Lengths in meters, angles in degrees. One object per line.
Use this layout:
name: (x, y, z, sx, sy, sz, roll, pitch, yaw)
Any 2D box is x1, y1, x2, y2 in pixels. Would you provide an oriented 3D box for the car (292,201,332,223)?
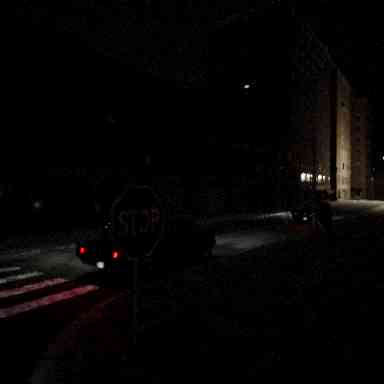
car: (9.451, 1.622, 25.862, 1.895, 1.301, 4.718, 0, 0, 35)

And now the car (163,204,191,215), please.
car: (-1.765, 1.378, 14.855, 2.097, 1.767, 4.553, 0, 0, 35)

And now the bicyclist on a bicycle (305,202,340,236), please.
bicyclist on a bicycle: (6.332, 1.319, 16.253, 1.656, 1.620, 0.582, 0, 0, 35)

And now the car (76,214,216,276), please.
car: (-1.140, 1.623, 10.570, 1.895, 1.301, 4.718, 0, 0, 35)
